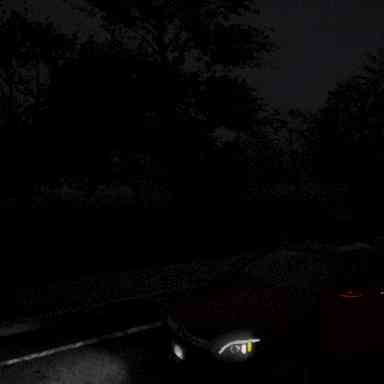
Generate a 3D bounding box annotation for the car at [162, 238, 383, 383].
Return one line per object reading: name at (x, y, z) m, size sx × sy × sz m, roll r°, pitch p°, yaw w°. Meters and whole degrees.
car at (1.828, 1.475, 4.925) m, size 4.674 × 1.442 × 1.812 m, roll -1°, pitch 1°, yaw -32°
